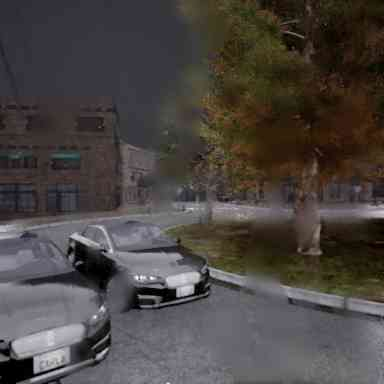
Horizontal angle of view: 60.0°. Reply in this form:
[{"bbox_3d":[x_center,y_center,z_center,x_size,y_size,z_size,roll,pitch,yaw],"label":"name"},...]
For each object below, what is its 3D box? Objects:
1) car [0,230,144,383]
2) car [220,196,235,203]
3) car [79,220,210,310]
[{"bbox_3d":[-2.987,1.480,5.374,2.128,1.511,4.902,0,0,-39],"label":"car"},{"bbox_3d":[7.947,1.646,74.462,1.882,1.535,5.008,0,-1,30],"label":"car"},{"bbox_3d":[-1.527,1.463,7.864,2.128,1.511,4.902,0,1,-35],"label":"car"}]
